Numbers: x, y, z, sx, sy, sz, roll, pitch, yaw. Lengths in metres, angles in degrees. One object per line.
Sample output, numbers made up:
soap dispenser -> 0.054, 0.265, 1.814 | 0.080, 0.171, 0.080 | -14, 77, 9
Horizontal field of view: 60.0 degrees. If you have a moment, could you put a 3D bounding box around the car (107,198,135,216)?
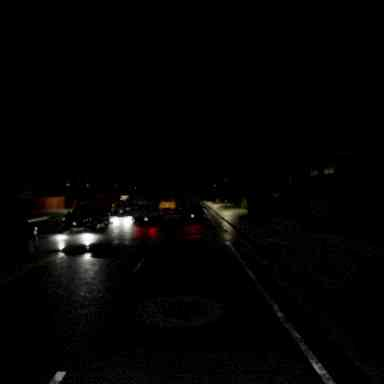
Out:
car -> -6.549, 1.555, 33.157 | 2.128, 1.511, 4.902 | 0, 0, 0

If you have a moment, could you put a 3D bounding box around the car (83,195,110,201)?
car -> -9.785, 1.290, 34.335 | 2.150, 2.045, 5.566 | 0, 0, 1

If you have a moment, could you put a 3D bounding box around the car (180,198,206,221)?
car -> 0.061, 1.551, 27.623 | 1.837, 1.490, 4.892 | 0, 0, 0

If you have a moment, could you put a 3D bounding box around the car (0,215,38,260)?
car -> -6.593, 1.515, 10.401 | 1.837, 1.490, 4.892 | 0, 0, 0

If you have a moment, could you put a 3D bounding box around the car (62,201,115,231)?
car -> -6.549, 1.532, 21.037 | 1.837, 1.490, 4.892 | 0, 0, 1

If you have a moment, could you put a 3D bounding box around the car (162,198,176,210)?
car -> -3.162, 1.588, 44.293 | 1.882, 1.535, 5.008 | 0, 0, 0

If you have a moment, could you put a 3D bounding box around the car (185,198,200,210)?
car -> 0.088, 1.590, 44.713 | 1.882, 1.535, 5.008 | 0, 0, 0

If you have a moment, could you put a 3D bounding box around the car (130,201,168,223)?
car -> -3.205, 1.639, 25.510 | 1.895, 1.301, 4.718 | 0, 0, 0
